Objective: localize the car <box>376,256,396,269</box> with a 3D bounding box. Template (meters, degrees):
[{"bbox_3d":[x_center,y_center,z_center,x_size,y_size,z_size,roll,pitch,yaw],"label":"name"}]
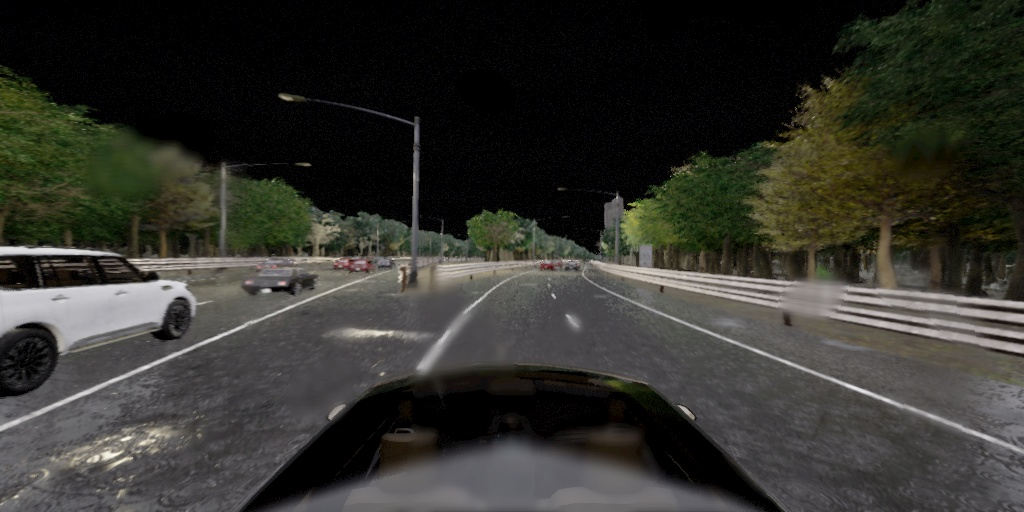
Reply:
[{"bbox_3d":[-18.030,1.075,51.712,2.033,1.411,5.357,1,0,-9],"label":"car"}]

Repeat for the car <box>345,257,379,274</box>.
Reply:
[{"bbox_3d":[-15.314,1.081,36.856,1.812,1.442,4.674,1,0,-11],"label":"car"}]

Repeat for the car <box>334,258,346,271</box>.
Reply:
[{"bbox_3d":[-19.992,1.003,43.217,1.812,1.442,4.674,1,0,-10],"label":"car"}]

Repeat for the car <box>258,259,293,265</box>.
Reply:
[{"bbox_3d":[-21.802,0.976,33.689,2.033,1.411,5.357,1,0,-11],"label":"car"}]

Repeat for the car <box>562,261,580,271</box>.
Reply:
[{"bbox_3d":[9.171,1.543,55.112,1.812,1.442,4.674,1,0,12],"label":"car"}]

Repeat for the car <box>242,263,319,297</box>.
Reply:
[{"bbox_3d":[-11.016,1.201,17.517,1.895,1.301,4.718,1,0,-14],"label":"car"}]

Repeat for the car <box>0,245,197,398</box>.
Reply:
[{"bbox_3d":[-8.039,0.852,6.115,2.150,2.045,5.566,1,0,-15],"label":"car"}]

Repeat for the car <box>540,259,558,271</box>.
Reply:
[{"bbox_3d":[5.491,1.433,54.641,1.882,1.535,5.008,1,0,12],"label":"car"}]
